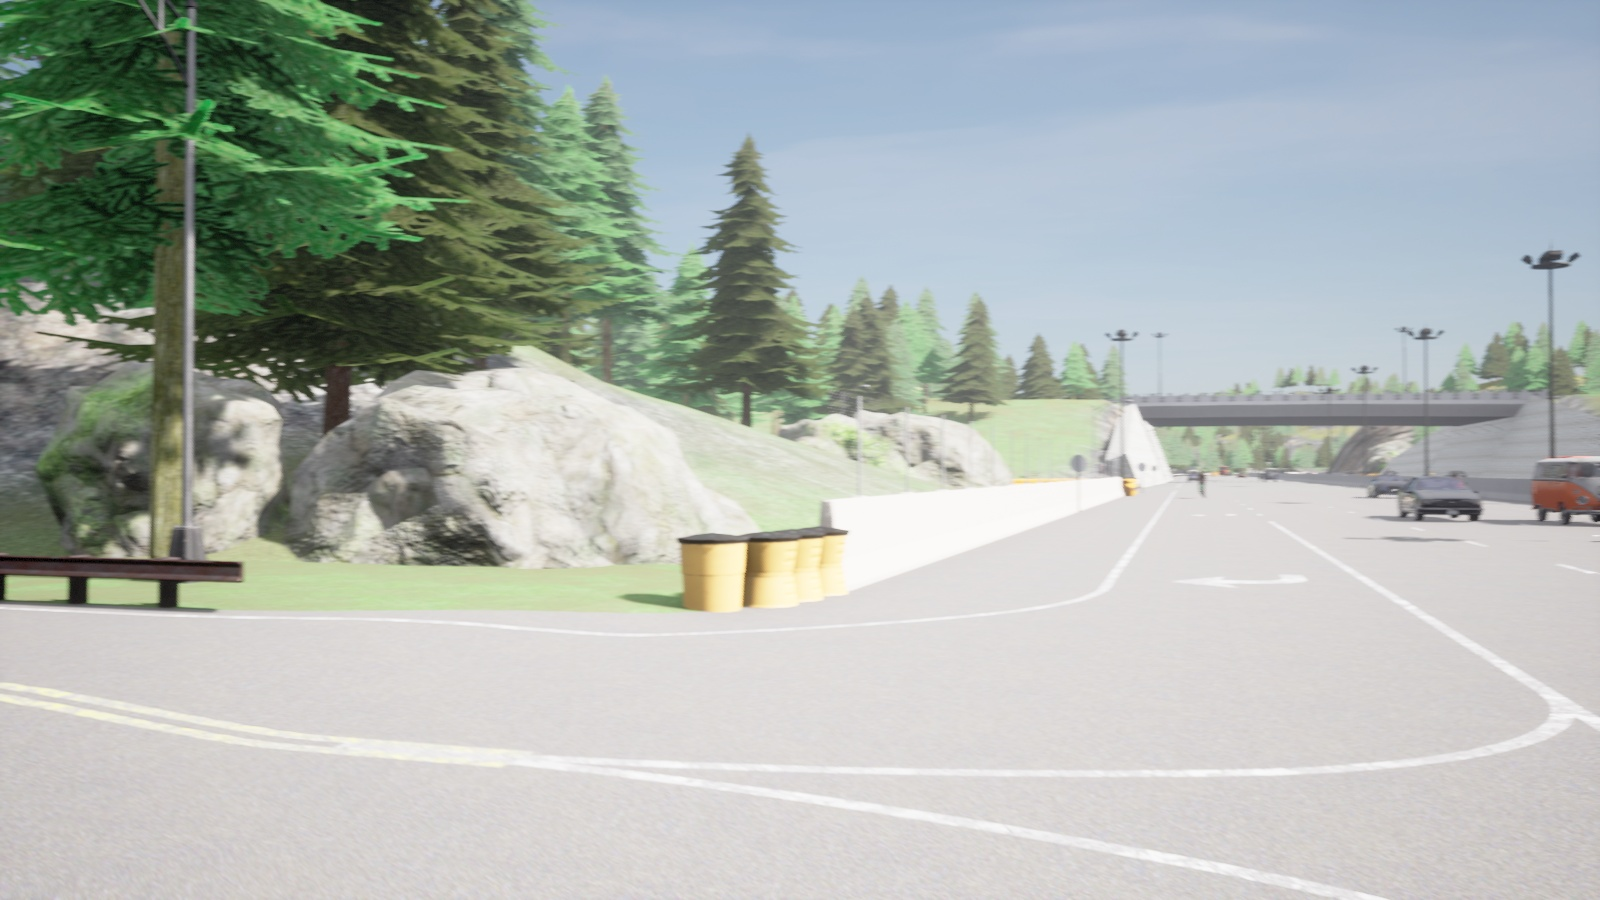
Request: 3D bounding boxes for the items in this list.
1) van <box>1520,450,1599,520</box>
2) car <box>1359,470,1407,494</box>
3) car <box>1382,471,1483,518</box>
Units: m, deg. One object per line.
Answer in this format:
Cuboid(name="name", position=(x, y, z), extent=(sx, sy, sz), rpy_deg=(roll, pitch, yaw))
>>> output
Cuboid(name="van", position=(23.137, 1.024, 37.594), extent=(1.775, 1.987, 4.442), rpy_deg=(-1, -1, 17))
Cuboid(name="car", position=(34.164, 1.864, 73.697), extent=(1.994, 1.385, 4.181), rpy_deg=(-1, -1, 17))
Cuboid(name="car", position=(20.498, 1.397, 40.923), extent=(2.033, 1.411, 5.357), rpy_deg=(-1, -1, 17))
